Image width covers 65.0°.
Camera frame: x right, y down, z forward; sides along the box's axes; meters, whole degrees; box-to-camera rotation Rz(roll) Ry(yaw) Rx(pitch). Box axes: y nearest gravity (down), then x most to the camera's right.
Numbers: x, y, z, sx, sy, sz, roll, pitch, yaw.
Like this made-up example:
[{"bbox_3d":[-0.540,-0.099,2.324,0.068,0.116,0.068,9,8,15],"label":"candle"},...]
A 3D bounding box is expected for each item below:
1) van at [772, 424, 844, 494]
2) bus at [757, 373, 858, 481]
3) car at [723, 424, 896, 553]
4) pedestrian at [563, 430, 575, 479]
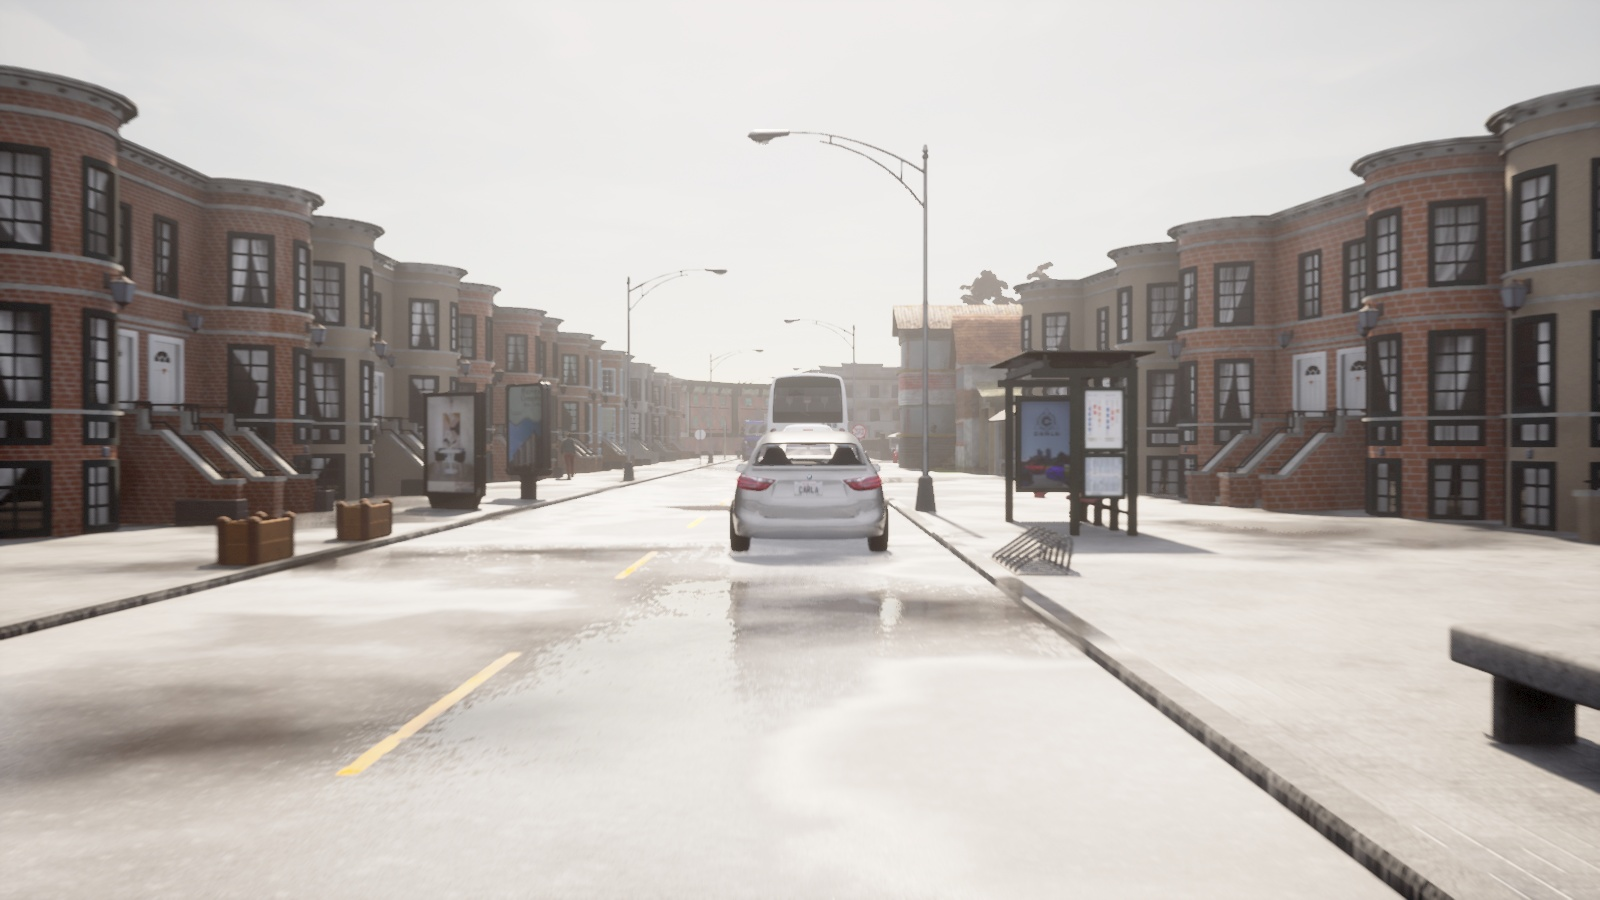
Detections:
[{"bbox_3d":[0.243,0.244,38.577,2.069,2.038,4.480,0,0,0],"label":"van"},{"bbox_3d":[0.337,-0.949,54.516,3.944,4.253,10.273,0,0,0],"label":"bus"},{"bbox_3d":[0.125,0.483,18.520,2.242,1.667,4.611,0,0,0],"label":"car"},{"bbox_3d":[-8.740,0.171,47.524,0.353,1.847,0.614,0,0,-3],"label":"pedestrian"}]
